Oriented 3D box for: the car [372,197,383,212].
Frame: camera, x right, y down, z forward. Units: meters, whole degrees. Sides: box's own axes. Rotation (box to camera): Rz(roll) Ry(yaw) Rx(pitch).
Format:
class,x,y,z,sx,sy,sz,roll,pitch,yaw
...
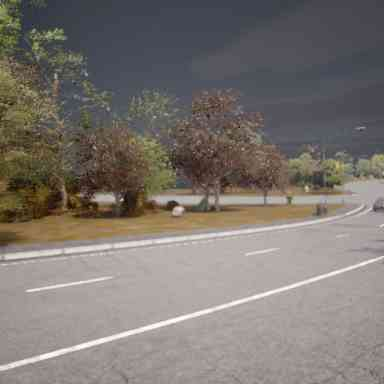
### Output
class,x,y,z,sx,sy,sz,roll,pitch,yaw
car,20.434,1.301,35.229,1.837,1.490,4.892,-1,1,36
